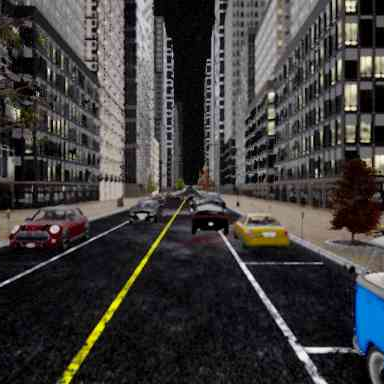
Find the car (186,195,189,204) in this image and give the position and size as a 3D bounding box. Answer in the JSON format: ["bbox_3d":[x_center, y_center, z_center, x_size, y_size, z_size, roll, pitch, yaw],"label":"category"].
[{"bbox_3d":[0.702,1.269,34.367,1.837,1.490,4.892,0,0,4],"label":"car"}]

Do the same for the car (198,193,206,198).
[{"bbox_3d":[2.709,0.927,87.721,2.008,1.369,4.403,0,0,0],"label":"car"}]

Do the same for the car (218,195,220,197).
[{"bbox_3d":[2.695,1.313,36.492,1.947,1.339,4.313,0,0,0],"label":"car"}]

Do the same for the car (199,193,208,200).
[{"bbox_3d":[2.705,1.006,76.337,1.887,1.381,4.507,0,0,0],"label":"car"}]

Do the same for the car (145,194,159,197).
[{"bbox_3d":[-5.684,1.234,42.031,1.752,1.417,4.829,0,0,0],"label":"car"}]

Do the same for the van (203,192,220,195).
[{"bbox_3d":[2.696,1.049,42.183,1.690,1.788,3.998,0,0,0],"label":"van"}]

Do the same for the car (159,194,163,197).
[{"bbox_3d":[-5.682,1.250,47.894,1.802,1.307,4.206,0,0,0],"label":"car"}]

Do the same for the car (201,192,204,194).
[{"bbox_3d":[2.698,1.107,47.877,1.967,1.590,4.097,0,0,0],"label":"car"}]

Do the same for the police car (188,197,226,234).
[{"bbox_3d":[0.904,1.299,18.413,1.930,1.638,5.238,0,0,0],"label":"police car"}]

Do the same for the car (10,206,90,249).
[{"bbox_3d":[-5.692,1.346,13.742,1.967,1.590,4.097,0,0,0],"label":"car"}]

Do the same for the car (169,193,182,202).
[{"bbox_3d":[-3.003,1.151,64.183,1.895,1.301,4.718,0,0,1],"label":"car"}]

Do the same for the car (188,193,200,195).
[{"bbox_3d":[0.013,1.147,54.444,1.812,1.442,4.674,0,0,0],"label":"car"}]

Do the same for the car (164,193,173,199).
[{"bbox_3d":[-5.674,0.985,82.044,1.947,1.339,4.313,0,0,0],"label":"car"}]

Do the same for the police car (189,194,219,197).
[{"bbox_3d":[0.907,1.229,28.414,1.930,1.638,5.238,0,0,0],"label":"police car"}]

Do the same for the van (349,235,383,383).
[{"bbox_3d":[2.686,1.324,2.339,1.690,1.788,3.998,0,0,0],"label":"van"}]

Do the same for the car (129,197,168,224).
[{"bbox_3d":[-3.094,1.333,23.003,2.128,1.511,4.902,0,0,0],"label":"car"}]

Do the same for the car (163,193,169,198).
[{"bbox_3d":[-5.680,1.027,59.277,1.967,1.590,4.097,0,0,0],"label":"car"}]

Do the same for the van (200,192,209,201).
[{"bbox_3d":[2.703,0.845,70.643,1.690,1.788,3.998,0,0,0],"label":"van"}]

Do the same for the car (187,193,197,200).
[{"bbox_3d":[0.017,0.892,69.443,2.033,1.411,5.357,0,0,0],"label":"car"}]

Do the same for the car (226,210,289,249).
[{"bbox_3d":[2.689,1.430,13.895,1.752,1.417,4.829,0,0,0],"label":"car"}]
